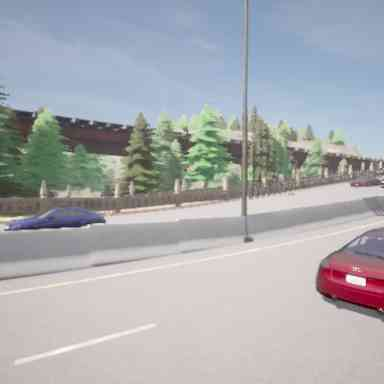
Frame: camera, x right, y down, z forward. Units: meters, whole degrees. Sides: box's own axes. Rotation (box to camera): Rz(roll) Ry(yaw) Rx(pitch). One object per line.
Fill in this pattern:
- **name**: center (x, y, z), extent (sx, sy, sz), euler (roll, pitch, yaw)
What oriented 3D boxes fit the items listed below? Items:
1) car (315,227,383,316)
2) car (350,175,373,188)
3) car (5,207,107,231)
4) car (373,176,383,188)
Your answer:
- **car**: center (4.477, 1.438, 6.941), extent (4.181, 1.385, 1.994), euler (-2, 1, -35)
- **car**: center (21.116, -1.323, 40.533), extent (4.181, 1.385, 1.994), euler (-7, 4, -35)
- **car**: center (-6.559, 1.482, 16.387), extent (4.674, 1.442, 1.812), euler (-1, 1, -36)
- **car**: center (23.091, -1.389, 37.645), extent (4.902, 1.511, 2.128), euler (-7, 4, -35)
